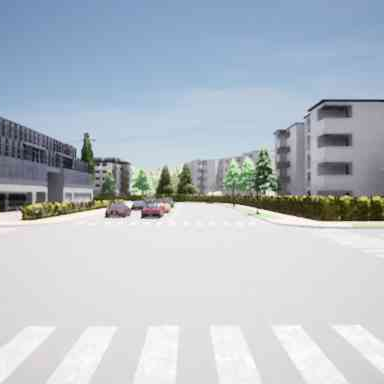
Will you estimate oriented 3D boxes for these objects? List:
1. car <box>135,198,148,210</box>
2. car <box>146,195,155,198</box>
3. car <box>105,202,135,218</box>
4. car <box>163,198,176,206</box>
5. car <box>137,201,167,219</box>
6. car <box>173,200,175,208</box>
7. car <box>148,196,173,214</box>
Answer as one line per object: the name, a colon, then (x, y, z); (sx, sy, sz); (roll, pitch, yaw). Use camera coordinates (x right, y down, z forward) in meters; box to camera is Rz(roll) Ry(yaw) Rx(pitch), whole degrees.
car: (-7.379, 1.903, 47.138); (2.033, 1.411, 5.357); (0, 0, 0)
car: (-7.633, 1.678, 61.230); (2.150, 2.045, 5.566); (0, 0, -4)
car: (-7.264, 1.813, 33.004); (1.994, 1.385, 4.181); (0, 0, 0)
car: (-4.527, 1.998, 66.930); (2.128, 1.511, 4.902); (0, -1, -9)
car: (-3.752, 1.843, 32.077); (1.895, 1.301, 4.718); (0, 0, -1)
car: (-3.999, 1.768, 55.214); (2.097, 1.767, 4.553); (0, 0, -1)
car: (-3.728, 1.655, 40.167); (2.097, 1.767, 4.553); (0, 0, -1)
